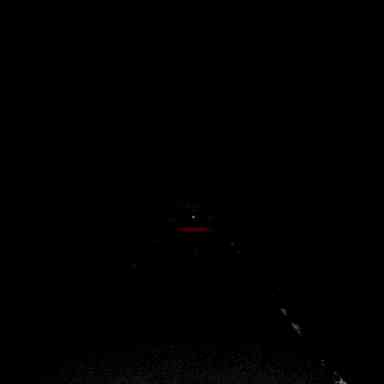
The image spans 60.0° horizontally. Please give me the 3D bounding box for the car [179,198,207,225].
[{"bbox_3d":[0.096,1.491,24.348,1.882,1.535,5.008,0,0,0],"label":"car"}]

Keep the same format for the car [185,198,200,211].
[{"bbox_3d":[0.094,1.527,42.762,1.837,1.490,4.892,0,0,0],"label":"car"}]
